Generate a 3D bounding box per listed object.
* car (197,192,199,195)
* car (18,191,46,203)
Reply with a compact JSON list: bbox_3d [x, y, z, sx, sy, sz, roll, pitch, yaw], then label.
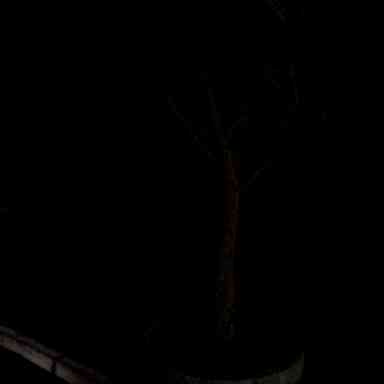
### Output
[{"bbox_3d":[0.289,0.940,66.093,2.150,2.045,5.566,1,1,32],"label":"car"},{"bbox_3d":[-20.034,0.922,40.728,2.150,2.045,5.566,1,0,32],"label":"car"}]
